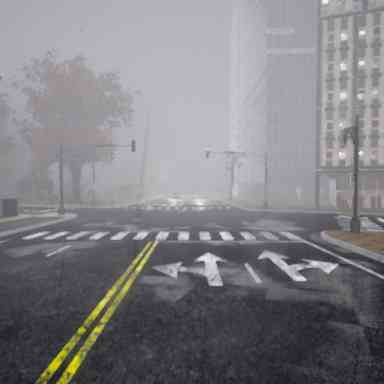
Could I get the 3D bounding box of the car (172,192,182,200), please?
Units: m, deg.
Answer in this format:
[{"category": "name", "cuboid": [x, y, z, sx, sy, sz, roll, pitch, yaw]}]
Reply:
[{"category": "car", "cuboid": [-3.249, 0.811, 71.765, 2.097, 1.767, 4.553, 0, 0, 0]}]
